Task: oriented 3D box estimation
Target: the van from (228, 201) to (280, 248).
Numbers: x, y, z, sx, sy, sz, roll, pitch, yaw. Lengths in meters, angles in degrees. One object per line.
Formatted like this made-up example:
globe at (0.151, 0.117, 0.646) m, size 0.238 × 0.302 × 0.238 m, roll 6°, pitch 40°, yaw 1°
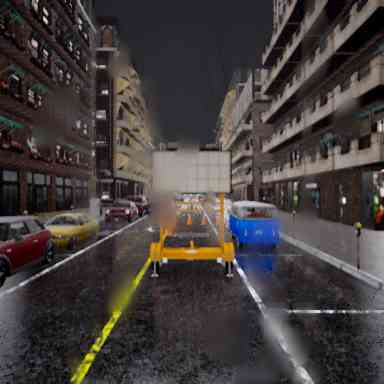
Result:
van at (2.566, 1.330, 14.427) m, size 1.690 × 1.788 × 3.998 m, roll 1°, pitch 0°, yaw 0°

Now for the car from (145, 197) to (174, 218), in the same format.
car at (-2.870, 1.500, 30.316) m, size 1.812 × 1.442 × 4.674 m, roll 0°, pitch 0°, yaw 0°

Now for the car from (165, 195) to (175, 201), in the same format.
car at (-5.356, 1.476, 80.991) m, size 2.008 × 1.369 × 4.403 m, roll 1°, pitch 0°, yaw 0°

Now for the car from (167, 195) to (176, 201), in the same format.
car at (-5.359, 1.485, 86.540) m, size 1.947 × 1.339 × 4.313 m, roll 1°, pitch 0°, yaw 0°

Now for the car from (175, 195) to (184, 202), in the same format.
car at (-2.793, 1.488, 70.440) m, size 1.994 × 1.385 × 4.181 m, roll 0°, pitch 0°, yaw 0°

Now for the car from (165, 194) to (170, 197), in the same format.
car at (-5.342, 1.474, 58.625) m, size 1.752 × 1.417 × 4.829 m, roll 1°, pitch 0°, yaw 0°

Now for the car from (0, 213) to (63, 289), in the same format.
car at (-5.312, 1.433, 8.854) m, size 1.967 × 1.590 × 4.097 m, roll 1°, pitch 0°, yaw 0°

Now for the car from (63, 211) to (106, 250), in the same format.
car at (-5.316, 1.514, 14.233) m, size 1.752 × 1.417 × 4.829 m, roll 1°, pitch 0°, yaw 0°

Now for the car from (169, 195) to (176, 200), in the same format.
car at (-5.363, 1.495, 92.089) m, size 1.802 × 1.307 × 4.206 m, roll 1°, pitch 0°, yaw 0°

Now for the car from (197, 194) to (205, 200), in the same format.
car at (2.519, 1.353, 92.115) m, size 1.967 × 1.590 × 4.097 m, roll 1°, pitch 0°, yaw 0°

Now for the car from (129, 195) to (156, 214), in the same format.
car at (-5.327, 1.284, 36.599) m, size 2.192 × 1.841 × 5.009 m, roll 1°, pitch 0°, yaw 0°

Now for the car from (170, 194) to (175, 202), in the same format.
car at (-5.346, 1.252, 69.893) m, size 2.192 × 1.841 × 5.009 m, roll 1°, pitch 0°, yaw 0°

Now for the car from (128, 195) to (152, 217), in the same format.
car at (-5.324, 1.289, 31.050) m, size 2.192 × 1.841 × 5.009 m, roll 1°, pitch 0°, yaw 0°

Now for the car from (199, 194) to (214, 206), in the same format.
car at (2.542, 1.394, 53.271) m, size 1.967 × 1.590 × 4.097 m, roll 1°, pitch 0°, yaw 0°

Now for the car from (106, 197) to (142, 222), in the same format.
car at (-5.322, 1.419, 25.501) m, size 1.967 × 1.590 × 4.097 m, roll 1°, pitch 0°, yaw 0°

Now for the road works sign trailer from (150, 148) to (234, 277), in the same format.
road works sign trailer at (0.000, 0.456, 10.227) m, size 2.380 × 3.560 × 2.880 m, roll 0°, pitch 0°, yaw 0°
